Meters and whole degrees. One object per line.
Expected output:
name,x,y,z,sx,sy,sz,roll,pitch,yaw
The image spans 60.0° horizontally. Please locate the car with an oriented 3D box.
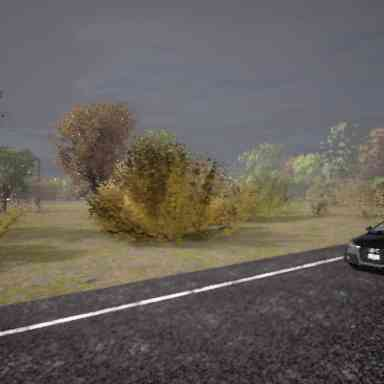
car,6.437,1.538,10.063,4.181,1.385,1.994,0,0,-37
